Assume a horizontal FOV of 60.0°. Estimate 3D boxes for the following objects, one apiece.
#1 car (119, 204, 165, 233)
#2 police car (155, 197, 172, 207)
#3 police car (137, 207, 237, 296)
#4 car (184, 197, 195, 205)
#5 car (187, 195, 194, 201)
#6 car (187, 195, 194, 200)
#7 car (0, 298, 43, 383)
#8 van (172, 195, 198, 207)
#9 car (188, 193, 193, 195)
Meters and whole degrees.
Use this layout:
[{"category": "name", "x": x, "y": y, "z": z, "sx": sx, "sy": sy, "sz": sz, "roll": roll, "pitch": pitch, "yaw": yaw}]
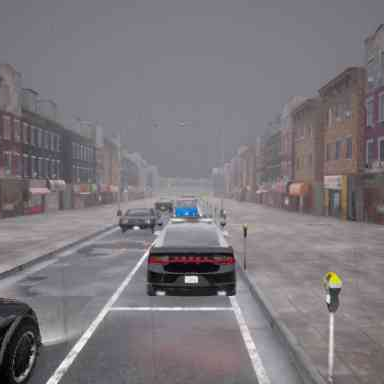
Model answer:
[{"category": "car", "x": -2.919, "y": 1.593, "z": 19.746, "sx": 1.895, "sy": 1.301, "sz": 4.718, "roll": 0, "pitch": 0, "yaw": 0}, {"category": "police car", "x": -3.017, "y": 1.412, "z": 36.994, "sx": 1.930, "sy": 1.638, "sz": 5.238, "roll": 0, "pitch": 0, "yaw": 0}, {"category": "police car", "x": -0.011, "y": 1.421, "z": 8.762, "sx": 1.930, "sy": 1.638, "sz": 5.238, "roll": 0, "pitch": 0, "yaw": 0}, {"category": "car", "x": -0.393, "y": 1.563, "z": 58.737, "sx": 1.802, "sy": 1.307, "sz": 4.206, "roll": -1, "pitch": 0, "yaw": 0}, {"category": "car", "x": -0.391, "y": 1.543, "z": 86.399, "sx": 1.947, "sy": 1.339, "sz": 4.313, "roll": -1, "pitch": 0, "yaw": 0}, {"category": "car", "x": -0.391, "y": 1.542, "z": 91.932, "sx": 1.947, "sy": 1.339, "sz": 4.313, "roll": -1, "pitch": 0, "yaw": 0}, {"category": "car", "x": -2.921, "y": 1.563, "z": 2.607, "sx": 1.994, "sy": 1.385, "sz": 4.181, "roll": 0, "pitch": 0, "yaw": 0}, {"category": "van", "x": -0.401, "y": 1.332, "z": 25.542, "sx": 1.690, "sy": 1.788, "sz": 3.998, "roll": -1, "pitch": 0, "yaw": 0}, {"category": "car", "x": -0.401, "y": 1.302, "z": 36.607, "sx": 2.192, "sy": 1.841, "sz": 5.009, "roll": -1, "pitch": 0, "yaw": 0}]
